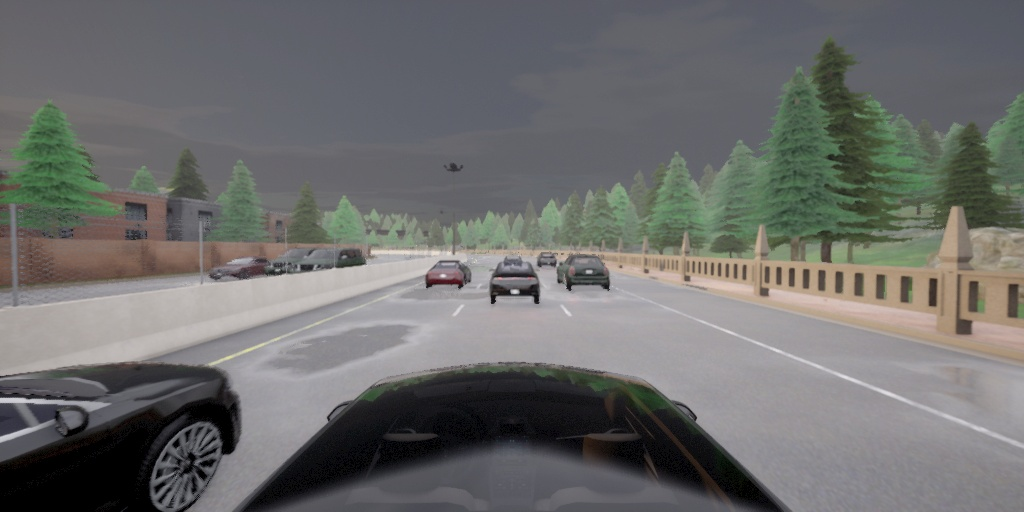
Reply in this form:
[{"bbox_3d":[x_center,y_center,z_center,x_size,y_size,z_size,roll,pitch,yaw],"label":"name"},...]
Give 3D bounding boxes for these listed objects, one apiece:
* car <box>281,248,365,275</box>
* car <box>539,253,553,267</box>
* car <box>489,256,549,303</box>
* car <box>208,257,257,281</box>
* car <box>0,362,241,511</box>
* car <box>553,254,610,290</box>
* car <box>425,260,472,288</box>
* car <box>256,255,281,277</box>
[{"bbox_3d":[-10.600,0.533,21.156,2.150,2.045,5.566,0,1,0],"label":"car"},{"bbox_3d":[3.600,0.433,37.549,2.128,1.511,4.902,0,1,0],"label":"car"},{"bbox_3d":[0.100,0.949,14.671,2.128,1.511,4.902,0,1,0],"label":"car"},{"bbox_3d":[-17.598,0.777,23.826,1.812,1.442,4.674,0,1,0],"label":"car"},{"bbox_3d":[-3.399,1.251,1.289,2.128,1.511,4.902,0,1,0],"label":"car"},{"bbox_3d":[3.600,0.716,18.838,2.097,1.767,4.553,0,1,0],"label":"car"},{"bbox_3d":[-3.399,0.908,19.718,1.994,1.385,4.181,0,1,0],"label":"car"},{"bbox_3d":[-14.100,0.462,24.307,2.150,2.045,5.566,0,1,0],"label":"car"}]
